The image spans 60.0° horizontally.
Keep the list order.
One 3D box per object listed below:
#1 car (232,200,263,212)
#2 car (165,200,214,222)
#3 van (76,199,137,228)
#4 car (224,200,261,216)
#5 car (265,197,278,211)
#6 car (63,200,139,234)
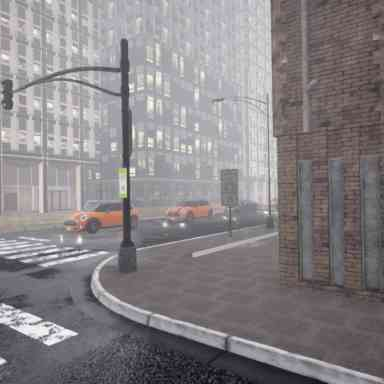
[{"bbox_3d":[6.993,1.689,41.367,1.752,1.417,4.829,-2,-1,36],"label":"car"},{"bbox_3d":[-0.149,1.433,27.066,2.097,1.767,4.553,-1,-1,36],"label":"car"},{"bbox_3d":[-5.916,1.460,23.512,1.690,1.788,3.998,-2,-1,36],"label":"van"},{"bbox_3d":[5.131,1.590,34.359,2.128,1.511,4.902,-1,-1,36],"label":"car"},{"bbox_3d":[11.075,1.471,42.538,2.097,1.767,4.553,-1,-1,36],"label":"car"},{"bbox_3d":[-5.358,1.416,19.912,2.097,1.767,4.553,-1,-1,37],"label":"car"}]
